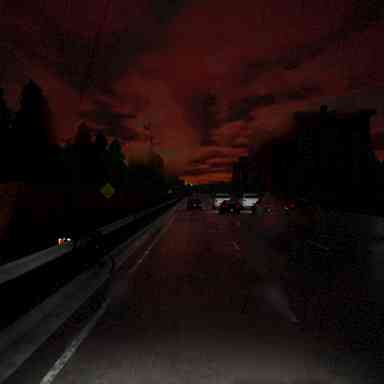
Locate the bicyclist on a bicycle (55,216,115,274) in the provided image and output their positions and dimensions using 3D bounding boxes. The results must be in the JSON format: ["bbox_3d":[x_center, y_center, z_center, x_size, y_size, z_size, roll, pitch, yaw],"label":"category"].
[{"bbox_3d":[-2.909,1.491,9.101,1.656,1.620,0.582,4,0,-1],"label":"bicyclist on a bicycle"}]

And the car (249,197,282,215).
[{"bbox_3d":[7.295,1.505,33.596,1.837,1.490,4.892,0,0,0],"label":"car"}]

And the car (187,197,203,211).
[{"bbox_3d":[0.341,1.547,40.675,2.033,1.411,5.357,0,0,0],"label":"car"}]

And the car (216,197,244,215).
[{"bbox_3d":[3.798,1.526,34.029,1.812,1.442,4.674,0,0,0],"label":"car"}]

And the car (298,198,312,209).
[{"bbox_3d":[14.344,1.478,44.306,1.882,1.535,5.008,0,0,0],"label":"car"}]

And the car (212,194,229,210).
[{"bbox_3d":[3.837,1.221,43.944,2.150,2.045,5.566,0,0,0],"label":"car"}]

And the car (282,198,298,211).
[{"bbox_3d":[10.829,1.601,40.215,1.895,1.301,4.718,0,0,0],"label":"car"}]

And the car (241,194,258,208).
[{"bbox_3d":[7.339,1.221,43.506,2.150,2.045,5.566,0,0,0],"label":"car"}]

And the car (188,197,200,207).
[{"bbox_3d":[0.268,1.526,51.025,1.812,1.442,4.674,0,0,0],"label":"car"}]
